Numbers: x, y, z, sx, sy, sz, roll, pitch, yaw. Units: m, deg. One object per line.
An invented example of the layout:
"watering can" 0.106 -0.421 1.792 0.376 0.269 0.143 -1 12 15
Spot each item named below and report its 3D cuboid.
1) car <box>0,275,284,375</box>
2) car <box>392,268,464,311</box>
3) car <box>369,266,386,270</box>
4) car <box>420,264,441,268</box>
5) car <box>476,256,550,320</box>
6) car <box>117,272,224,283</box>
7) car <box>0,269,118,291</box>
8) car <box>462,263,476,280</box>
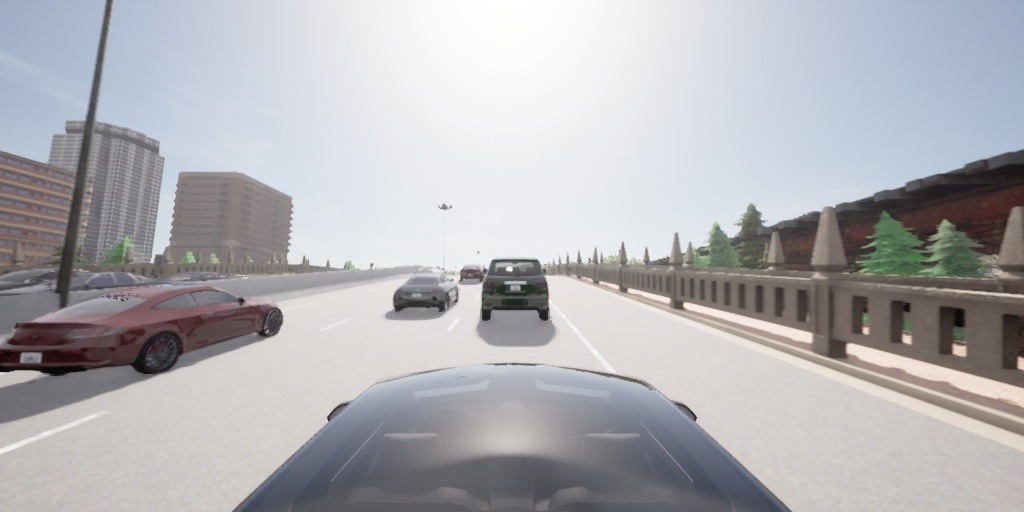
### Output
"car" -6.899 1.308 7.446 1.812 1.442 4.674 0 0 0
"car" -3.398 1.387 14.818 1.994 1.385 4.181 0 0 0
"car" -20.990 2.365 57.127 2.033 1.411 5.357 0 -6 0
"car" -6.894 1.436 30.499 1.812 1.442 4.674 0 0 0
"car" 0.102 1.036 13.133 2.150 2.045 5.566 0 0 0
"car" -14.097 1.393 15.885 1.994 1.385 4.181 0 0 0
"car" -17.598 1.371 15.058 2.033 1.411 5.357 0 0 0
"car" -3.395 1.394 31.527 1.882 1.535 5.008 0 0 0
